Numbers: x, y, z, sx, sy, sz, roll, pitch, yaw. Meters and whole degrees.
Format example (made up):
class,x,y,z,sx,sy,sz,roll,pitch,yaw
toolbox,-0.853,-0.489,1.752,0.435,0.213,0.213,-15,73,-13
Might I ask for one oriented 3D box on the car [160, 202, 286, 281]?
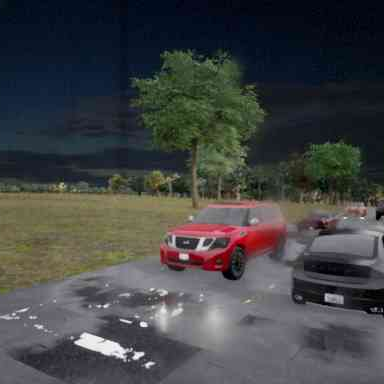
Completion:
class,x,y,z,sx,sy,sz,roll,pitch,yaw
car,1.342,1.352,10.867,2.150,2.045,5.566,0,-1,34

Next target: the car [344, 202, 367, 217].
class,x,y,z,sx,sy,sz,roll,pitch,yaw
car,19.382,1.960,39.393,2.097,1.767,4.553,0,-1,32

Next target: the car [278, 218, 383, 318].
class,x,y,z,sx,sy,sz,roll,pitch,yaw
car,3.698,1.600,7.708,1.837,1.490,4.892,0,-1,32

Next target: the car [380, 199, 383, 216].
class,x,y,z,sx,sy,sz,roll,pitch,yaw
car,25.303,1.913,42.254,2.150,2.045,5.566,0,-1,32

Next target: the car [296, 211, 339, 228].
class,x,y,z,sx,sy,sz,roll,pitch,yaw
car,8.365,1.913,21.958,1.895,1.301,4.718,0,-1,32

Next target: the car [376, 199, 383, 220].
class,x,y,z,sx,sy,sz,roll,pitch,yaw
car,19.626,1.736,33.094,2.150,2.045,5.566,0,-1,32
